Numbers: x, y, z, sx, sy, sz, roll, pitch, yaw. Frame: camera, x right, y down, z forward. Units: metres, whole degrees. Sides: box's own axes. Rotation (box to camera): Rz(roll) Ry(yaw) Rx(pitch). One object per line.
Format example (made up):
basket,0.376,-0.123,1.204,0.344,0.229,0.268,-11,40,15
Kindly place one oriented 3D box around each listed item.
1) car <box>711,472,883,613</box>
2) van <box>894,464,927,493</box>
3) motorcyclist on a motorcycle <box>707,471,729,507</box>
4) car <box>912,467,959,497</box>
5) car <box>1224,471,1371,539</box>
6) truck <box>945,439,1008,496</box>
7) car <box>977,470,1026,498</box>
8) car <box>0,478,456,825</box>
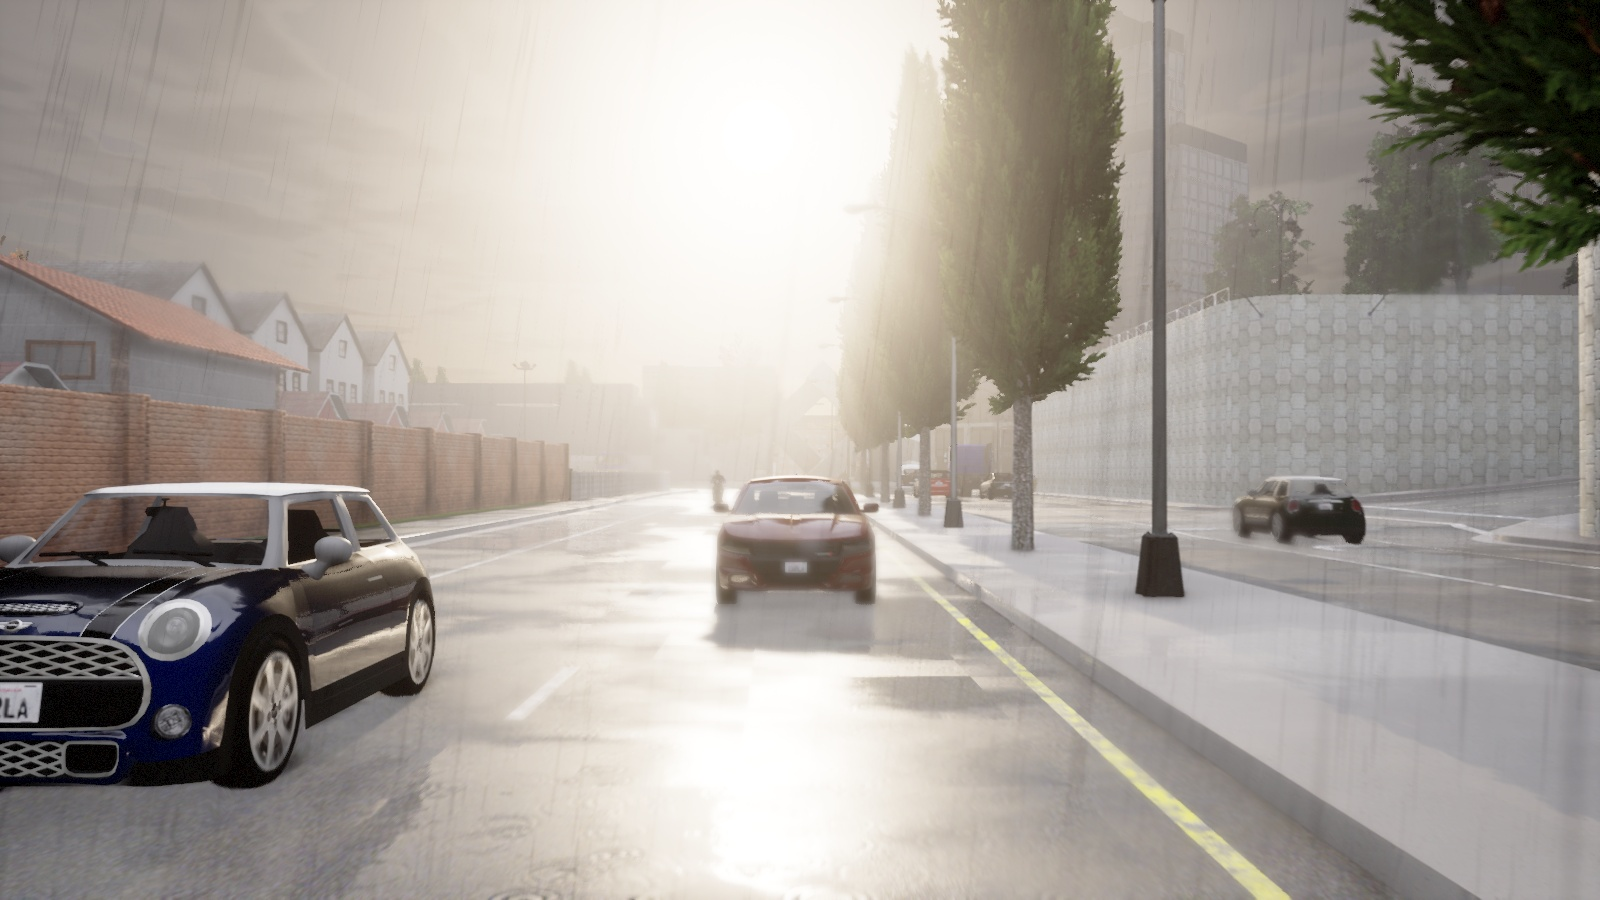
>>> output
car,-0.040,1.066,16.354,1.882,1.535,5.008,0,-1,0
van,7.875,2.008,89.713,2.069,2.038,4.480,0,-1,1
motorcyclist on a motorcycle,-3.636,1.719,55.936,0.866,1.590,1.817,0,-1,0
car,7.822,1.849,72.946,2.242,1.667,4.611,0,-1,0
car,11.476,1.224,29.245,1.970,1.475,3.806,0,-1,1
truck,11.301,1.143,80.977,2.891,3.462,7.936,0,-1,0
car,11.328,1.904,70.962,2.007,1.525,4.514,0,-1,0
car,-3.518,0.917,7.350,1.970,1.475,3.806,0,-1,0
